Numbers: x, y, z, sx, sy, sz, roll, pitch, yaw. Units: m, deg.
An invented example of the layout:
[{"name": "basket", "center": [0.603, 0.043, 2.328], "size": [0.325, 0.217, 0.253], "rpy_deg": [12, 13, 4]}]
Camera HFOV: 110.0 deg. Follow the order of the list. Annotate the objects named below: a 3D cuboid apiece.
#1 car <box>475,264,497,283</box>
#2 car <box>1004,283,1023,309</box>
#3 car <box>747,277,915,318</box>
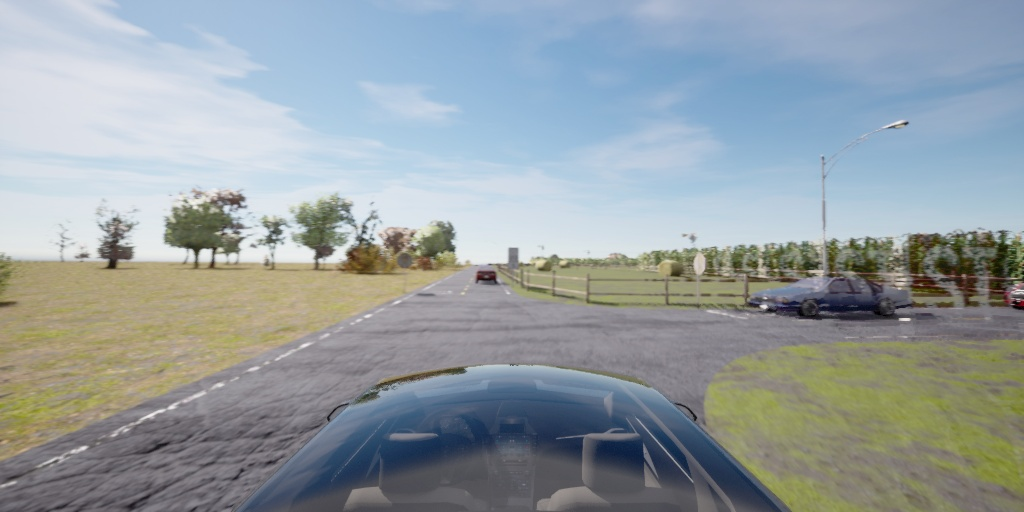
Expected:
[{"name": "car", "center": [-2.382, 1.656, 33.199], "size": [1.882, 1.535, 5.008], "rpy_deg": [1, -1, -5]}, {"name": "car", "center": [23.148, 1.353, 14.571], "size": [4.553, 1.767, 2.097], "rpy_deg": [0, -2, -5]}, {"name": "car", "center": [12.037, 1.503, 13.638], "size": [5.357, 1.411, 2.033], "rpy_deg": [0, -2, -5]}]
